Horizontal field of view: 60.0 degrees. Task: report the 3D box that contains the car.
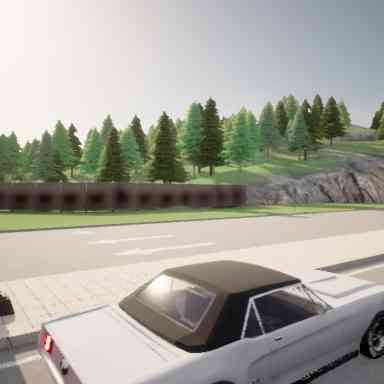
[{"bbox_3d":[0.739,1.601,4.277,4.718,1.301,1.895,0,0,-35],"label":"car"}]
